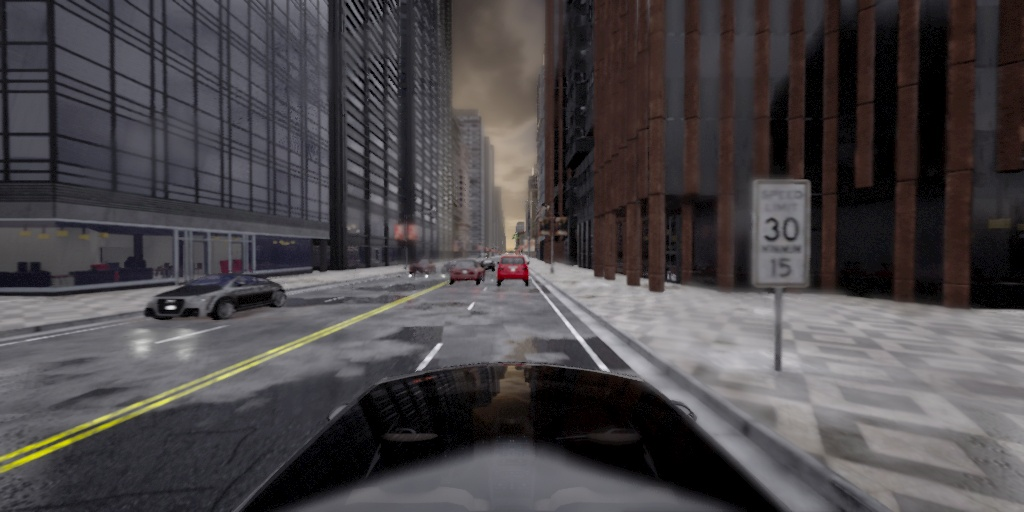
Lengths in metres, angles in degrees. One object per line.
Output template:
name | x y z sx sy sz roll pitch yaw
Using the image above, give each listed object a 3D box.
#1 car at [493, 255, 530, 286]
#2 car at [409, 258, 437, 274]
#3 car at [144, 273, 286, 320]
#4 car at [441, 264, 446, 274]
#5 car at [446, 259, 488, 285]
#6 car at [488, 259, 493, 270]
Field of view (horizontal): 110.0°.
car | 0.084 0.952 25.496 2.150 2.045 5.566 0 0 1
car | -9.720 1.060 39.268 2.097 1.767 4.553 0 0 0
car | -9.833 1.298 12.329 1.994 1.385 4.181 0 0 0
car | -6.476 1.276 39.196 1.994 1.385 4.181 0 0 0
car | -3.151 1.077 26.217 2.097 1.767 4.553 0 0 1
car | -3.118 1.183 46.335 1.882 1.535 5.008 0 0 0
